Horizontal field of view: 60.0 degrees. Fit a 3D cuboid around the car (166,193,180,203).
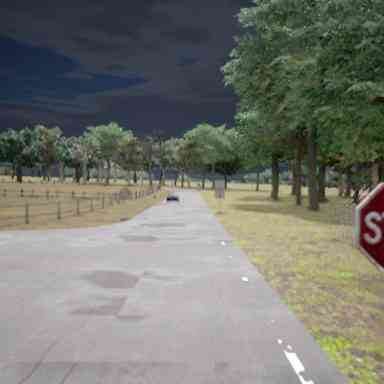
[{"bbox_3d":[-2.819,0.863,49.302,1.895,1.301,4.718,0,1,0],"label":"car"}]
